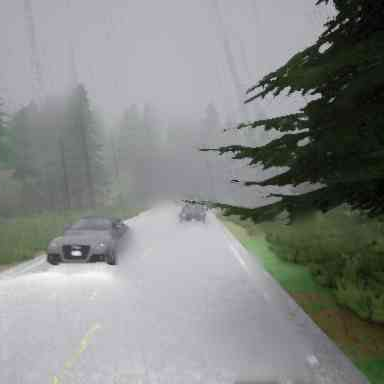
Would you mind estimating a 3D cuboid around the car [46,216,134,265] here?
[{"bbox_3d":[-3.278,1.548,11.426,1.994,1.385,4.181,0,0,0],"label":"car"}]

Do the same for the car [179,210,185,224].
[{"bbox_3d":[0.085,1.568,24.159,1.895,1.301,4.718,0,0,0],"label":"car"}]
